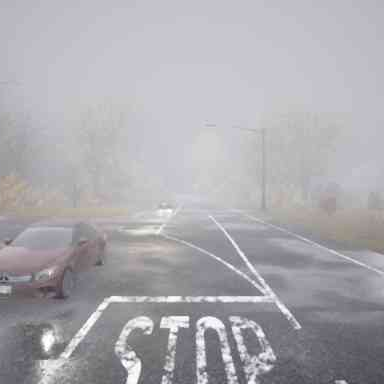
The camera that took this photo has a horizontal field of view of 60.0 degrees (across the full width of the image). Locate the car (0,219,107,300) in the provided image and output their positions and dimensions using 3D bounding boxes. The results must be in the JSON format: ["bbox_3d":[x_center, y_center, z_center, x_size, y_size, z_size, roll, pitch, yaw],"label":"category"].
[{"bbox_3d":[-3.489,1.473,8.482,1.812,1.442,4.674,0,2,0],"label":"car"}]

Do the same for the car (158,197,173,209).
[{"bbox_3d":[-3.553,1.477,45.022,2.128,1.511,4.902,0,0,0],"label":"car"}]
